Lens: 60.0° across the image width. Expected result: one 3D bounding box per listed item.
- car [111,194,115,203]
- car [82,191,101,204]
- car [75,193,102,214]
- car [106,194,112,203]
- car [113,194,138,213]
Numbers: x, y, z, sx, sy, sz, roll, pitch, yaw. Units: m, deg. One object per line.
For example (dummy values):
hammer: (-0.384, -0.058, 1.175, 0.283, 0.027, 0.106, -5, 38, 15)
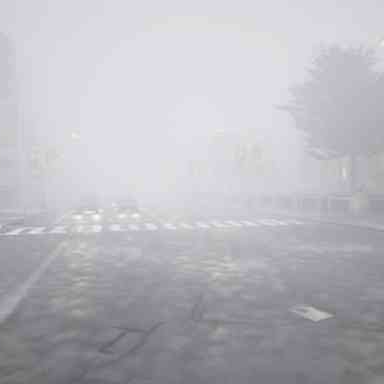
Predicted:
car: (-8.668, 1.078, 41.377, 2.033, 1.411, 5.357, -1, 1, -14)
car: (-15.018, 0.828, 49.415, 2.097, 1.767, 4.553, -1, 1, -25)
car: (-9.619, 1.178, 30.816, 1.837, 1.490, 4.892, -1, 1, -14)
car: (-11.830, 0.997, 50.874, 1.994, 1.385, 4.181, -1, 1, -25)
car: (-6.222, 1.184, 31.670, 2.033, 1.411, 5.357, -1, 1, -14)
